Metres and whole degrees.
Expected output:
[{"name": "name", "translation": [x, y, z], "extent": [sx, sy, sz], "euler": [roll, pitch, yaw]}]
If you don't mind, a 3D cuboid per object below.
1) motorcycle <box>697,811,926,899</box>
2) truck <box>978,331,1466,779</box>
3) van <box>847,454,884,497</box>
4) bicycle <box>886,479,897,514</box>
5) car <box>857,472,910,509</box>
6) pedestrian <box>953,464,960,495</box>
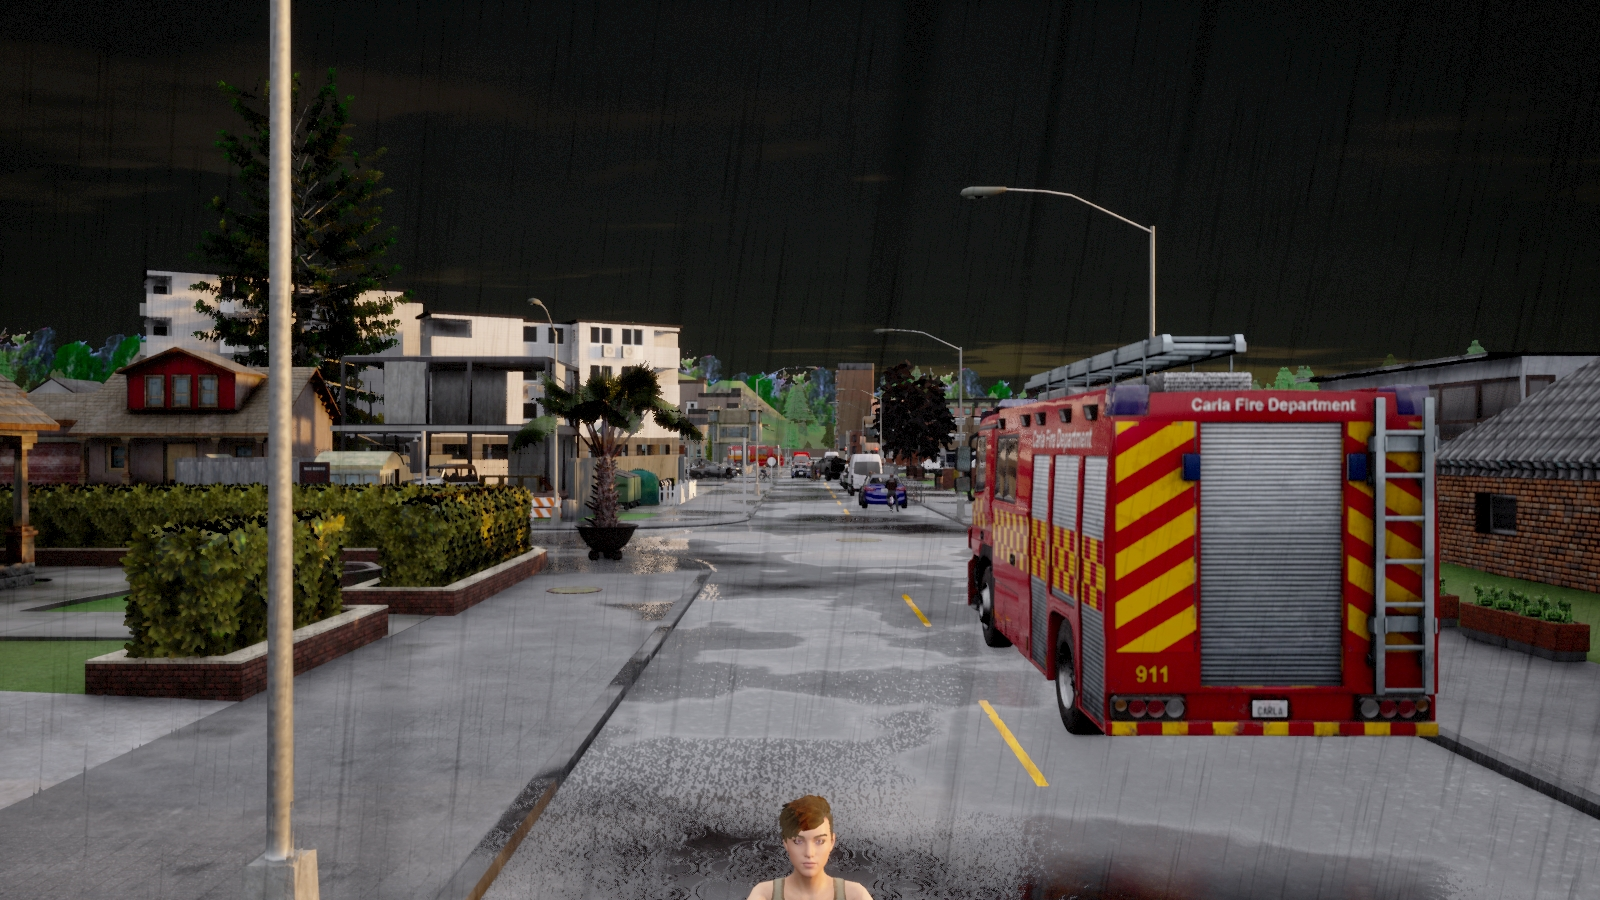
[{"name": "motorcycle", "translation": [0.039, 2.155, 3.558], "extent": [0.764, 1.307, 2.356], "euler": [0, 0, 0]}, {"name": "truck", "translation": [4.261, 0.891, 13.996], "extent": [2.891, 3.827, 8.468], "euler": [0, 0, 0]}, {"name": "van", "translation": [4.045, 1.534, 71.355], "extent": [1.988, 2.561, 5.915], "euler": [0, 0, 0]}, {"name": "bicycle", "translation": [4.077, 2.060, 50.936], "extent": [0.329, 1.471, 1.835], "euler": [0, 0, 0]}, {"name": "car", "translation": [4.046, 1.967, 56.171], "extent": [2.242, 1.667, 4.611], "euler": [0, 0, 0]}, {"name": "pedestrian", "translation": [9.297, 1.744, 67.701], "extent": [0.375, 1.860, 0.375], "euler": [0, 0, 1]}]
